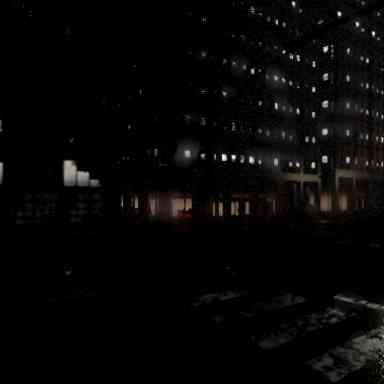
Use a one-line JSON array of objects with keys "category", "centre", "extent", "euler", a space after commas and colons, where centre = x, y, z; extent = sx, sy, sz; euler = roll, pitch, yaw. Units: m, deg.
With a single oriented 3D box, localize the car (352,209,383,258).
[{"category": "car", "centre": [8.006, 1.444, 12.273], "extent": [5.009, 1.841, 2.192], "euler": [1, 0, -36]}]
